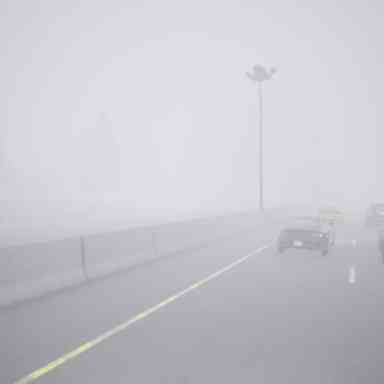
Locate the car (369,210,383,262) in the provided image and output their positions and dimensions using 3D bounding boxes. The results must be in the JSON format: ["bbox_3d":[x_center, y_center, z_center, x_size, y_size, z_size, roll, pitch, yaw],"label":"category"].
[{"bbox_3d":[7.787,1.617,12.022,2.128,1.511,4.902,0,-1,27],"label":"car"}]

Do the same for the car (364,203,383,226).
[{"bbox_3d":[14.407,1.613,25.398,2.097,1.767,4.553,0,-1,27],"label":"car"}]

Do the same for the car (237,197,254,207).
[{"bbox_3d":[11.013,2.207,65.943,1.837,1.490,4.892,0,-1,27],"label":"car"}]

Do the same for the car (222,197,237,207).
[{"bbox_3d":[7.857,1.949,67.446,2.150,2.045,5.566,0,-1,26],"label":"car"}]

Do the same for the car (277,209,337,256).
[{"bbox_3d":[4.828,1.673,13.925,1.812,1.442,4.674,0,0,27],"label":"car"}]

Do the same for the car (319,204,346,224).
[{"bbox_3d":[11.636,1.767,27.671,1.882,1.535,5.008,0,0,27],"label":"car"}]

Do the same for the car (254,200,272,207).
[{"bbox_3d":[14.157,2.231,64.403,2.033,1.411,5.357,0,-1,27],"label":"car"}]

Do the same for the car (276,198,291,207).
[{"bbox_3d":[17.315,2.018,62.936,2.097,1.767,4.553,0,-1,27],"label":"car"}]
